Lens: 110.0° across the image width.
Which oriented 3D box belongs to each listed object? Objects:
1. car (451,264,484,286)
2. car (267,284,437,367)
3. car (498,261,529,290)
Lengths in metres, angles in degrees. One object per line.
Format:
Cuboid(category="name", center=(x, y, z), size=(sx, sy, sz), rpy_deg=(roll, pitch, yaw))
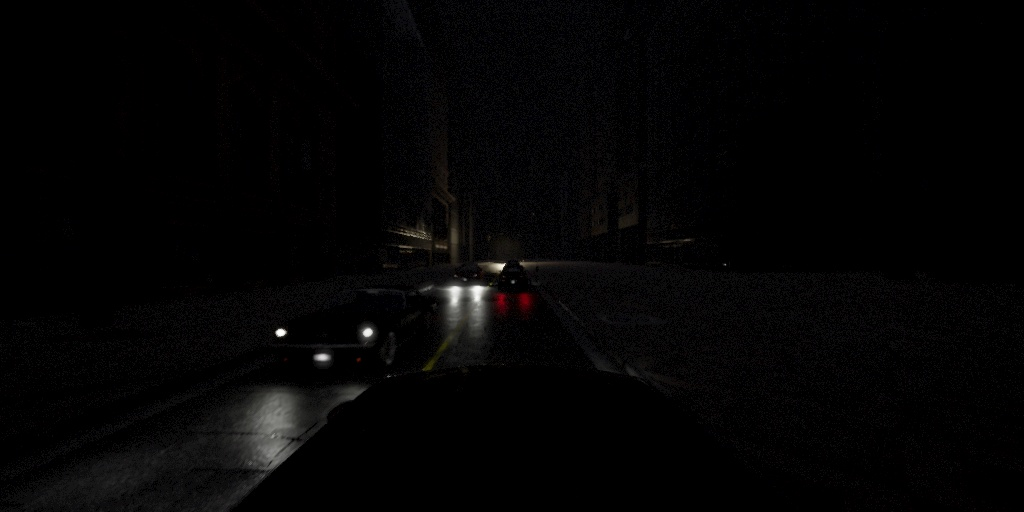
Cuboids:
Cuboid(category="car", center=(-3.046, 1.274, 25.743), size=(1.812, 1.442, 4.674), rpy_deg=(0, 0, 1))
Cuboid(category="car", center=(-3.094, 1.351, 8.067), size=(1.895, 1.301, 4.718), rpy_deg=(0, 0, 0))
Cuboid(category="car", center=(0.070, 1.275, 22.523), size=(1.812, 1.442, 4.674), rpy_deg=(0, 0, 0))
